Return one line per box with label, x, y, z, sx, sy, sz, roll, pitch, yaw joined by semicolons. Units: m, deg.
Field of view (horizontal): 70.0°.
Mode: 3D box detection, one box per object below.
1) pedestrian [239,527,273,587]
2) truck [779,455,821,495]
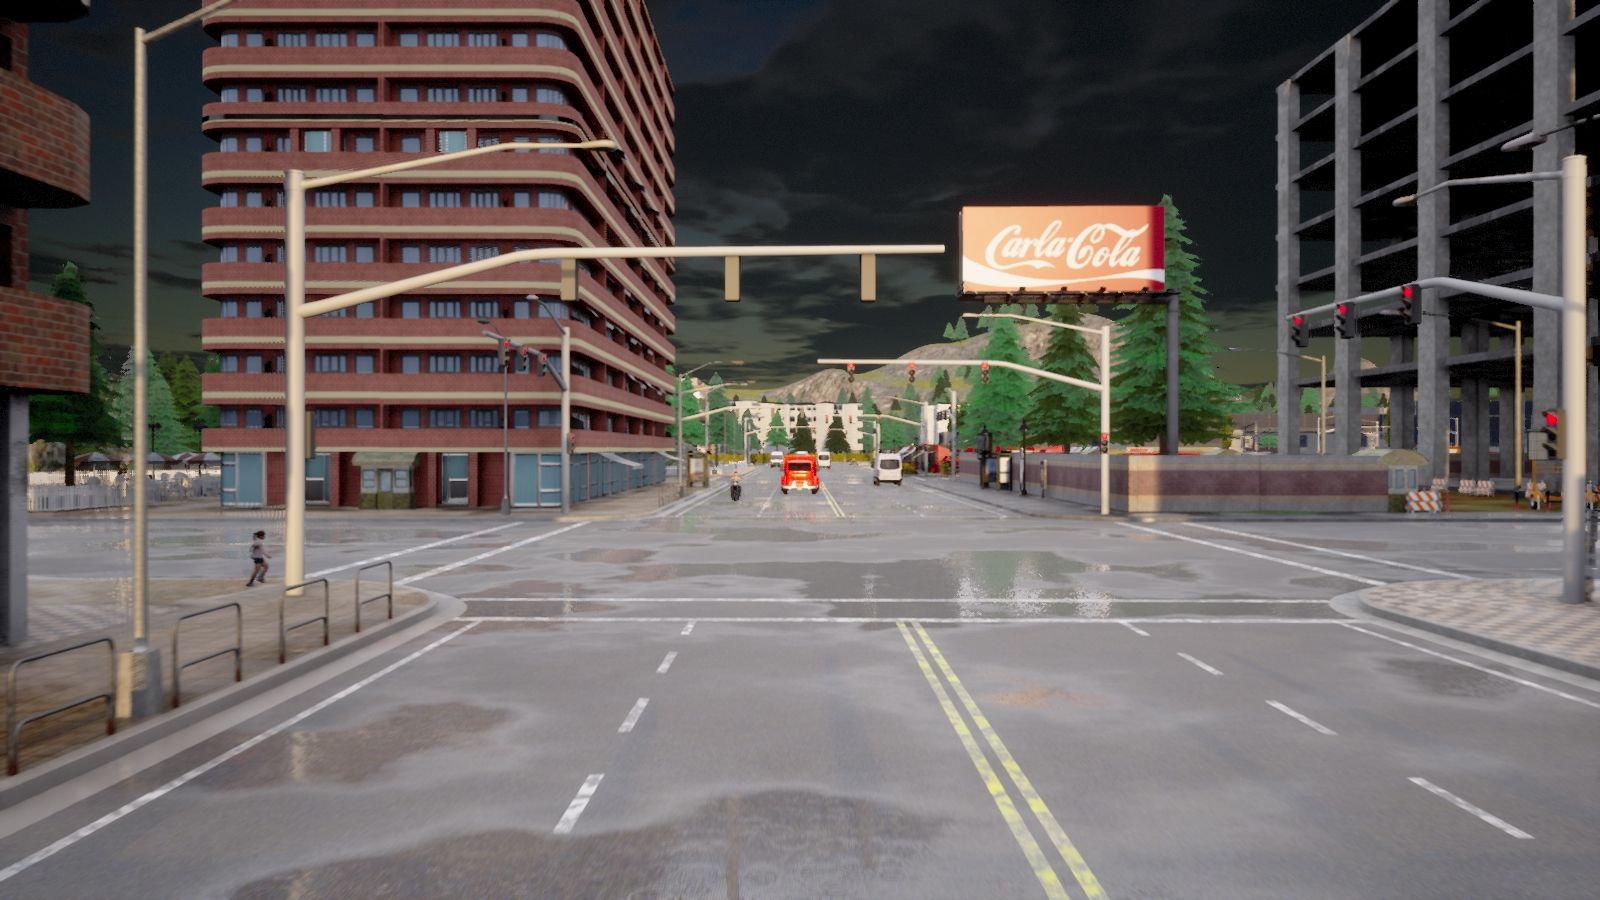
pedestrian;-10.608;2.079;22.268;0.500;1.100;0.500;0;0;-38
truck;0.007;1.574;73.866;2.627;2.467;5.204;0;0;1
